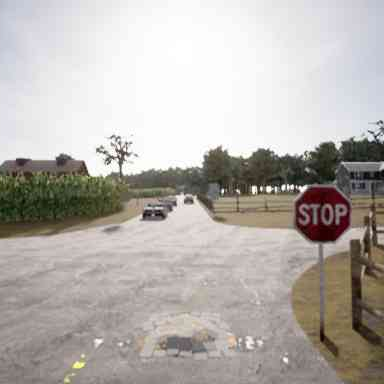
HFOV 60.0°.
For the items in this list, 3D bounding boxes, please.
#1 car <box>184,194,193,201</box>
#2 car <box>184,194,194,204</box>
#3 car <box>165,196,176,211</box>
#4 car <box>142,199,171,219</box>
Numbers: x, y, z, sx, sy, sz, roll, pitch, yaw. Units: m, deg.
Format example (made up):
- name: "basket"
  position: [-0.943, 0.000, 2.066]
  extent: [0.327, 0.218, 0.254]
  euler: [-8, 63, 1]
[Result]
- name: "car"
  position: [-0.653, 1.178, 71.500]
  extent: [1.882, 1.535, 5.008]
  euler: [0, 0, 0]
- name: "car"
  position: [-0.567, 1.392, 61.070]
  extent: [1.837, 1.490, 4.892]
  euler: [0, 0, 0]
- name: "car"
  position: [-3.224, 1.530, 39.152]
  extent: [1.895, 1.301, 4.718]
  euler: [0, 0, 0]
- name: "car"
  position: [-3.148, 1.551, 28.922]
  extent: [1.895, 1.301, 4.718]
  euler: [0, 0, 0]
